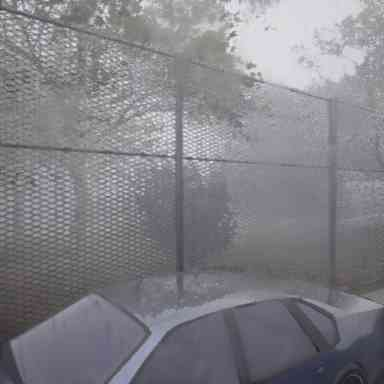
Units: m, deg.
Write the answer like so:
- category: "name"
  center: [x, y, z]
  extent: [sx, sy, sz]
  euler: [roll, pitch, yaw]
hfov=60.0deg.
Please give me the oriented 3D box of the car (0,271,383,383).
- category: "car"
  center: [-0.184, 1.549, 2.936]
  extent: [5.357, 1.411, 2.033]
  euler: [0, 0, -36]
